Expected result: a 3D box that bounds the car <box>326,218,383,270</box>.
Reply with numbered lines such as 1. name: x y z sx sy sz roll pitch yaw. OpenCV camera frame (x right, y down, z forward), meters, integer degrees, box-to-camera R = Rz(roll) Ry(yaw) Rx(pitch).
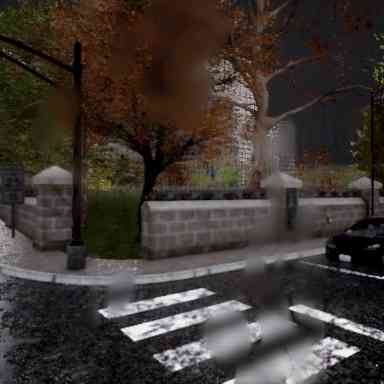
1. car: 6.261 1.560 11.016 4.313 1.339 1.947 0 0 -35
